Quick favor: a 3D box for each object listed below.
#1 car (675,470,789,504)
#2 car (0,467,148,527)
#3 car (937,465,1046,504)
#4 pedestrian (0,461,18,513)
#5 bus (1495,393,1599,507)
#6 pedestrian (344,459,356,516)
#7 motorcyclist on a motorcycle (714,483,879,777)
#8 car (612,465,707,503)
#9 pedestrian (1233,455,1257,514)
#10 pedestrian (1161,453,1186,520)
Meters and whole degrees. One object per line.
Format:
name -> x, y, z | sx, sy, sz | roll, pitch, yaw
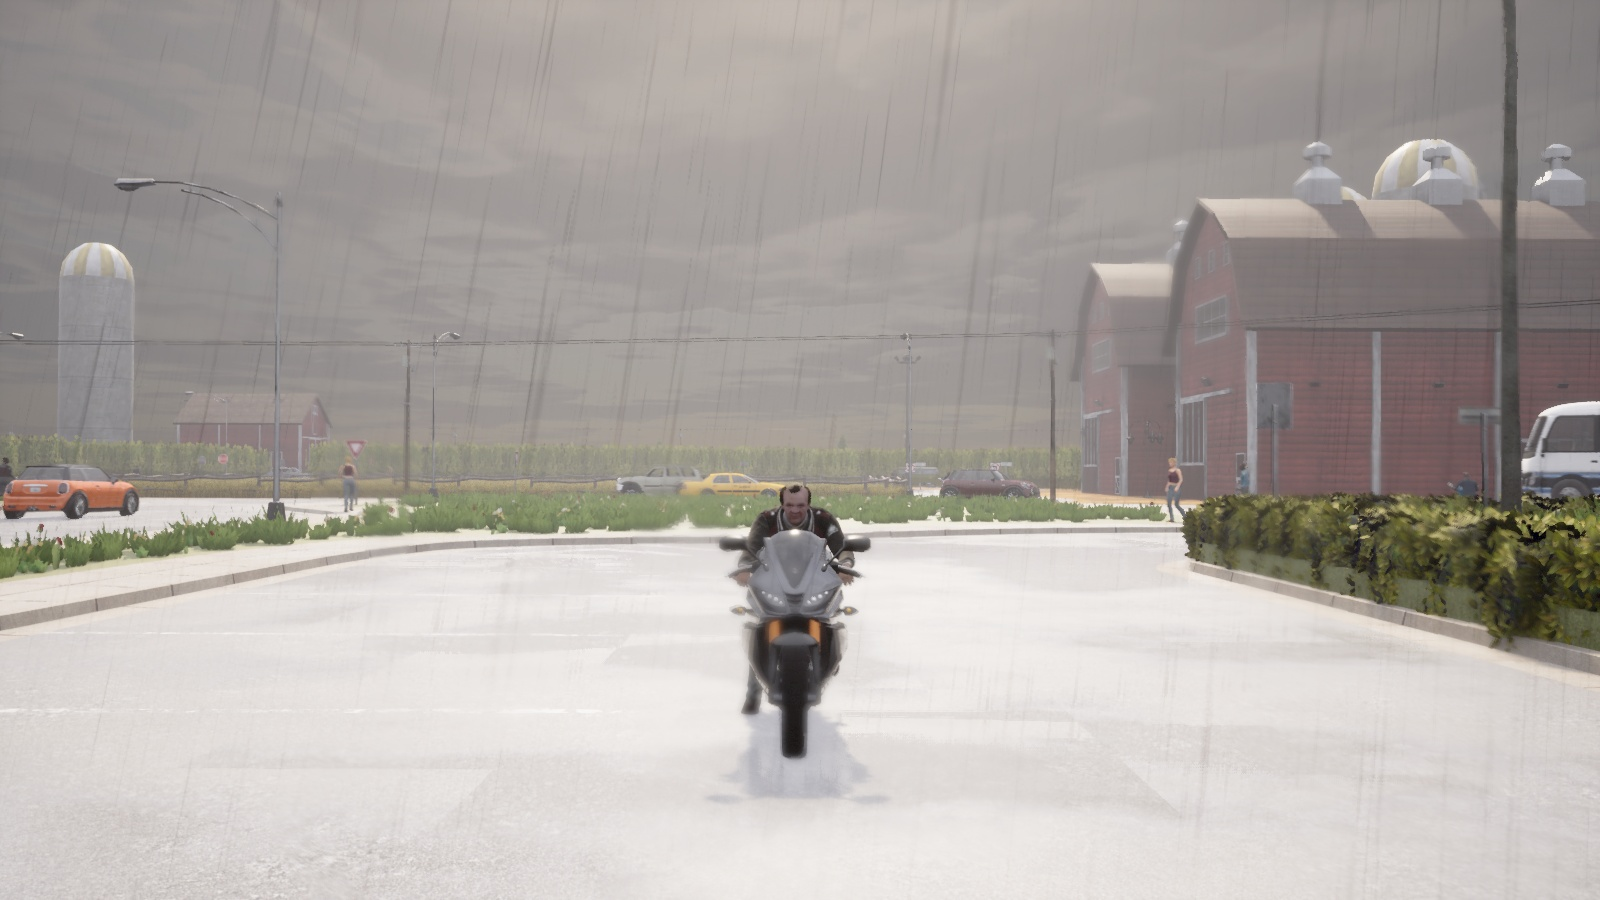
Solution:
car -> -3.219, 1.778, 60.367 | 5.366, 1.575, 1.801 | 0, -1, 0
car -> -22.775, 1.428, 39.608 | 2.097, 1.767, 4.553 | 0, -1, -1
car -> 8.877, 1.589, 58.289 | 4.553, 1.767, 2.097 | -1, -1, 26
pedestrian -> -29.694, 1.376, 47.026 | 0.402, 1.930, 0.666 | 0, -1, 3
bus -> 32.412, -0.011, 47.594 | 10.273, 4.253, 3.944 | -1, -1, 25
pedestrian -> -14.776, 1.220, 41.222 | 0.345, 1.836, 0.594 | 0, -1, -16
motorcyclist on a motorcycle -> -0.023, 0.979, 7.742 | 0.866, 1.530, 2.191 | 0, -1, 0
car -> -7.126, 1.730, 63.877 | 4.605, 1.855, 1.932 | 0, -1, 0
pedestrian -> 14.782, 1.148, 41.759 | 0.692, 1.930, 0.396 | 0, -1, 13
pedestrian -> 10.384, 1.013, 34.907 | 0.594, 1.836, 0.345 | 0, -1, -32
